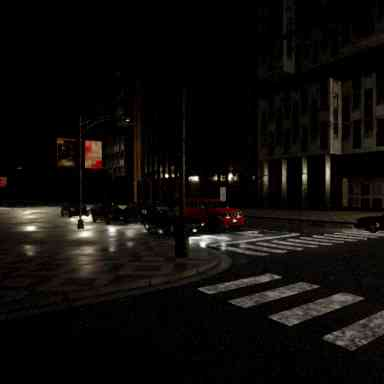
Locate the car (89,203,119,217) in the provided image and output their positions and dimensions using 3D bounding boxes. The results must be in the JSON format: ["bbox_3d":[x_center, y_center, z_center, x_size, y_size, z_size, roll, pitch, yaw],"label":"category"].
[{"bbox_3d":[-10.356,2.023,38.783,1.812,1.442,4.674,0,0,-35],"label":"car"}]

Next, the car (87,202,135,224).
[{"bbox_3d":[-7.089,1.855,28.629,1.882,1.535,5.008,0,-1,-36],"label":"car"}]

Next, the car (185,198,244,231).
[{"bbox_3d":[1.088,1.455,22.838,2.150,2.045,5.566,0,-1,-34],"label":"car"}]

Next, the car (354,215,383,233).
[{"bbox_3d":[12.030,1.609,18.397,5.357,1.411,2.033,-1,-1,41],"label":"car"}]

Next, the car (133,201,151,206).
[{"bbox_3d":[-4.571,1.716,30.700,2.097,1.767,4.553,0,-1,-36],"label":"car"}]

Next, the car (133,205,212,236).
[{"bbox_3d":[-1.396,1.793,20.680,2.033,1.411,5.357,0,-1,-36],"label":"car"}]

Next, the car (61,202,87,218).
[{"bbox_3d":[-13.003,1.866,36.898,2.097,1.767,4.553,0,-1,-36],"label":"car"}]
